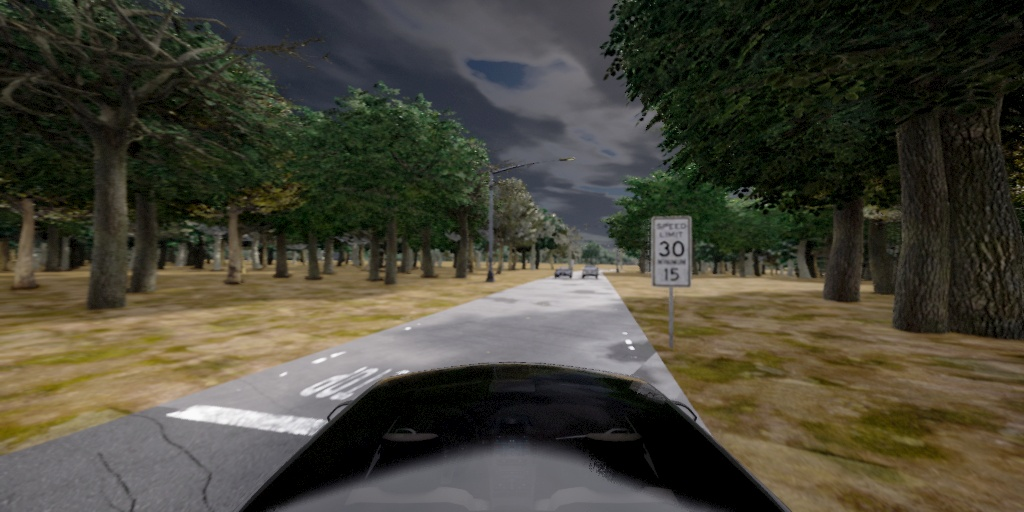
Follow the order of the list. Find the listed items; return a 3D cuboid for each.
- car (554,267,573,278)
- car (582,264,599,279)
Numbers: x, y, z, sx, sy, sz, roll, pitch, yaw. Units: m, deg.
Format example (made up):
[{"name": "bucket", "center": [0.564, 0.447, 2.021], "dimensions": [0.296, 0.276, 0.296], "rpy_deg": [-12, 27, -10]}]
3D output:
[{"name": "car", "center": [6.307, 1.980, 43.522], "dimensions": [1.994, 1.385, 4.181], "rpy_deg": [0, -1, 13]}, {"name": "car", "center": [9.282, 1.969, 42.710], "dimensions": [2.033, 1.411, 5.357], "rpy_deg": [0, -1, 13]}]
